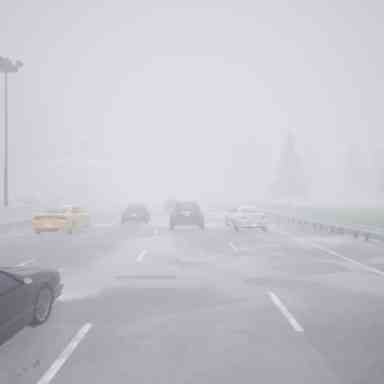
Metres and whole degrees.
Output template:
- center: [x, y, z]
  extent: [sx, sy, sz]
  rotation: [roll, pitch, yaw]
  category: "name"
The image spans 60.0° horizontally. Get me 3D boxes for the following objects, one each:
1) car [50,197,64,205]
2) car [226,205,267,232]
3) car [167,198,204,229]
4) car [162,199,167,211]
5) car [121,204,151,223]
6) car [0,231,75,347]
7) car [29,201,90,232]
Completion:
- center: [-25.008, 1.601, 61.623]
  extent: [1.895, 1.301, 4.718]
  rotation: [0, 0, -16]
  category: "car"
- center: [3.198, 1.527, 19.976]
  extent: [1.812, 1.442, 4.674]
  rotation: [0, 0, -3]
  category: "car"
- center: [-0.432, 1.353, 21.835]
  extent: [2.097, 1.767, 4.553]
  rotation: [0, 0, -4]
  category: "car"
- center: [-2.487, 1.507, 40.629]
  extent: [1.837, 1.490, 4.892]
  rotation: [0, 0, -8]
  category: "car"
- center: [-4.189, 1.565, 25.286]
  extent: [1.994, 1.385, 4.181]
  rotation: [0, 0, -4]
  category: "car"
- center: [-3.402, 1.548, 3.993]
  extent: [2.033, 1.411, 5.357]
  rotation: [0, 0, 0]
  category: "car"
- center: [-7.257, 1.478, 18.947]
  extent: [1.882, 1.535, 5.008]
  rotation: [0, 0, -3]
  category: "car"
